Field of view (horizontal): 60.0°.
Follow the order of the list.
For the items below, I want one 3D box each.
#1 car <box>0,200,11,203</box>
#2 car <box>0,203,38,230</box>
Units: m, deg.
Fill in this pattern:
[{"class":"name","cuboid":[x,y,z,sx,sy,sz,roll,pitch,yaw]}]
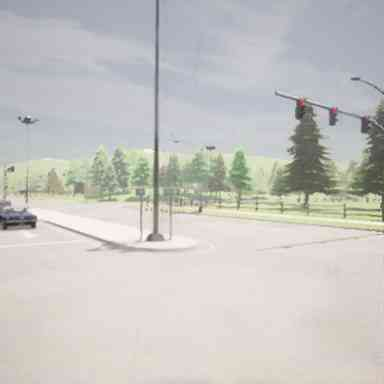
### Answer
[{"class":"car","cuboid":[-17.090,1.536,29.872,1.837,1.490,4.892,1,0,-35]},{"class":"car","cuboid":[-11.441,1.631,21.718,1.895,1.301,4.718,1,0,-35]}]
